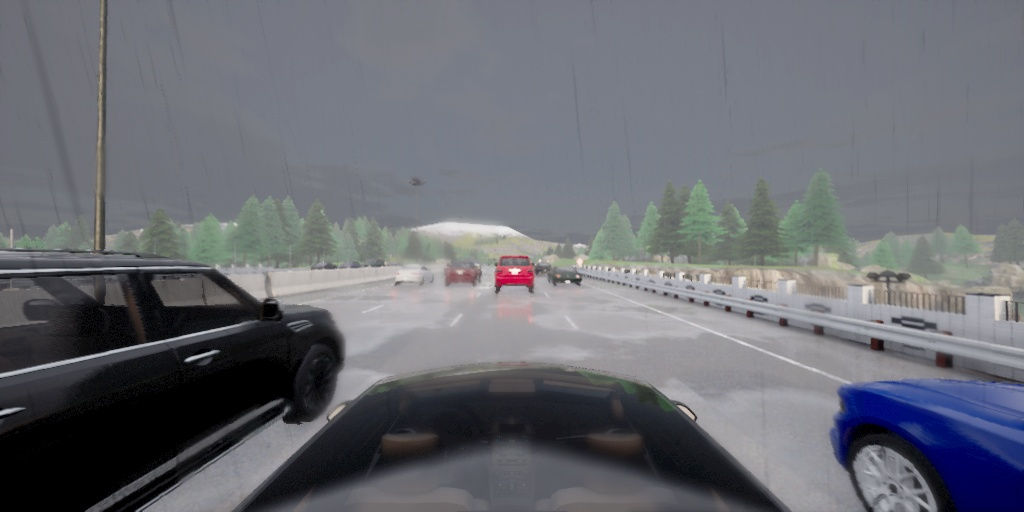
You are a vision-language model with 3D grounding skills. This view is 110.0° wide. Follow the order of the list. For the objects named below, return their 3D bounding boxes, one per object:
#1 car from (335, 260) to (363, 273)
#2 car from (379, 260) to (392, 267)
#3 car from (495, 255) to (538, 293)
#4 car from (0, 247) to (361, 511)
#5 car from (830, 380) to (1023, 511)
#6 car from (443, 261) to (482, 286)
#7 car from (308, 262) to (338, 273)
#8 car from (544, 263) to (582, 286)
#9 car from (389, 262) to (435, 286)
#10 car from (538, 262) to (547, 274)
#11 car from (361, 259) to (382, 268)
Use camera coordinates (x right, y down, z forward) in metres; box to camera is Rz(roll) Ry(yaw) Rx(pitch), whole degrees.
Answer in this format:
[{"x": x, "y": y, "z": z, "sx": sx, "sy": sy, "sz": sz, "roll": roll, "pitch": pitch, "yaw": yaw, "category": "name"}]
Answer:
[{"x": -24.375, "y": 1.546, "z": 53.759, "sx": 2.097, "sy": 1.767, "sz": 4.553, "roll": 0, "pitch": -1, "yaw": 0, "category": "car"}, {"x": -17.382, "y": 1.679, "z": 53.138, "sx": 2.128, "sy": 1.511, "sz": 4.902, "roll": 0, "pitch": -1, "yaw": 0, "category": "car"}, {"x": 0.149, "y": 0.988, "z": 21.231, "sx": 2.150, "sy": 2.045, "sz": 5.566, "roll": 0, "pitch": 0, "yaw": 0, "category": "car"}, {"x": -3.398, "y": 0.969, "z": 2.626, "sx": 2.150, "sy": 2.045, "sz": 5.566, "roll": 0, "pitch": 0, "yaw": 0, "category": "car"}, {"x": 3.598, "y": 1.229, "z": 0.916, "sx": 1.882, "sy": 1.535, "sz": 5.008, "roll": 0, "pitch": 0, "yaw": 0, "category": "car"}, {"x": -3.342, "y": 1.150, "z": 25.395, "sx": 2.097, "sy": 1.767, "sz": 4.553, "roll": 0, "pitch": 0, "yaw": 0, "category": "car"}, {"x": -27.882, "y": 1.663, "z": 53.091, "sx": 1.882, "sy": 1.535, "sz": 5.008, "roll": 0, "pitch": -1, "yaw": 0, "category": "car"}, {"x": 3.660, "y": 1.397, "z": 25.588, "sx": 1.895, "sy": 1.301, "sz": 4.718, "roll": 0, "pitch": -1, "yaw": 0, "category": "car"}, {"x": -6.840, "y": 1.320, "z": 25.419, "sx": 1.812, "sy": 1.442, "sz": 4.674, "roll": 0, "pitch": -1, "yaw": 0, "category": "car"}, {"x": 3.702, "y": 1.492, "z": 42.338, "sx": 1.882, "sy": 1.535, "sz": 5.008, "roll": 0, "pitch": -1, "yaw": 0, "category": "car"}, {"x": -20.872, "y": 1.415, "z": 53.976, "sx": 2.150, "sy": 2.045, "sz": 5.566, "roll": 0, "pitch": -1, "yaw": 0, "category": "car"}]
